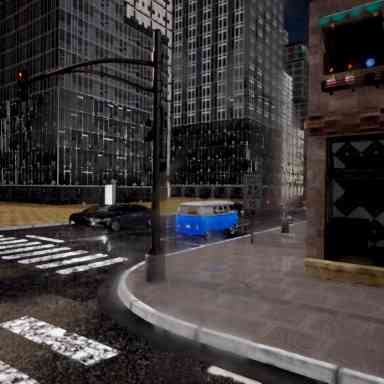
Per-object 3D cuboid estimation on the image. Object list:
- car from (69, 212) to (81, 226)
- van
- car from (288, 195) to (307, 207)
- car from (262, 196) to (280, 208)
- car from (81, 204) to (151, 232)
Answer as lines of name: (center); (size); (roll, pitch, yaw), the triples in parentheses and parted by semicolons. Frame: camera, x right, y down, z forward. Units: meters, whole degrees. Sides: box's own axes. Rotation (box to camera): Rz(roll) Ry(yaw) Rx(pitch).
car: (-5.933, 1.467, 21.864); (1.947, 1.339, 4.313); (1, 1, 36)
van: (0.891, 1.368, 16.993); (1.690, 1.788, 3.998); (1, 1, 36)
car: (15.969, 1.235, 47.931); (2.097, 1.767, 4.553); (1, 1, 36)
car: (10.135, 1.293, 44.380); (1.967, 1.590, 4.097); (1, 1, 36)
car: (-3.996, 1.466, 20.115); (1.812, 1.442, 4.674); (1, 1, 37)
